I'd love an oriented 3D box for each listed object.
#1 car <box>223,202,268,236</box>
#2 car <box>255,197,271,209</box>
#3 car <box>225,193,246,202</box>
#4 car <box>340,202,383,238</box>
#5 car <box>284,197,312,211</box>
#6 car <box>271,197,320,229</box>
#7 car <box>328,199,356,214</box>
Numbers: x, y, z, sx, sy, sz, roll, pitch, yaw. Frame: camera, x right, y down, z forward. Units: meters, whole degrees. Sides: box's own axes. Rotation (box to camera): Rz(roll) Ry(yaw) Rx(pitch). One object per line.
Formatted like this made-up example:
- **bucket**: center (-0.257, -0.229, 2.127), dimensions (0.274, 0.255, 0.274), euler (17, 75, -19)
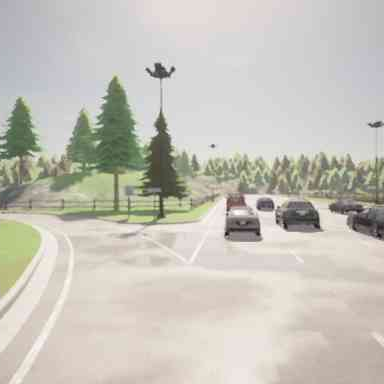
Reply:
- **car**: center (2.683, 1.487, 18.137), dimensions (2.033, 1.411, 5.357), euler (0, 0, 7)
- **car**: center (8.756, 1.327, 40.195), dimensions (1.882, 1.535, 5.008), euler (0, 0, 7)
- **car**: center (5.007, 1.098, 38.269), dimensions (2.150, 2.045, 5.566), euler (0, 0, 7)
- **car**: center (9.574, 1.450, 16.783), dimensions (2.033, 1.411, 5.357), euler (0, 0, 7)
- **car**: center (12.048, 1.327, 38.202), dimensions (2.128, 1.511, 4.902), euler (0, 0, 7)
- **car**: center (6.549, 1.261, 21.101), dimensions (2.097, 1.767, 4.553), euler (0, 0, 7)
- **car**: center (14.908, 1.380, 32.469), dimensions (2.033, 1.411, 5.357), euler (0, 0, 7)
